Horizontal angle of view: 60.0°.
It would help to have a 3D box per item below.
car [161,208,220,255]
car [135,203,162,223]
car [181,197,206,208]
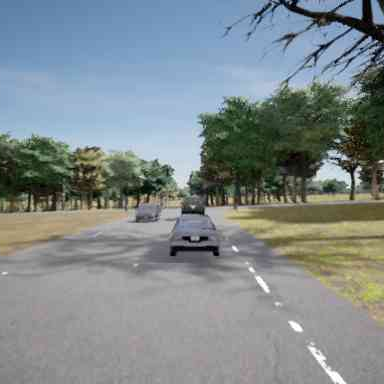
[{"bbox_3d":[0.100,1.610,13.534,2.033,1.411,5.357,0,0,0],"label":"car"},{"bbox_3d":[-3.587,1.729,28.018,1.837,1.490,4.892,0,-1,0],"label":"car"},{"bbox_3d":[0.099,1.494,31.541,2.150,2.045,5.566,0,-1,0],"label":"car"}]
